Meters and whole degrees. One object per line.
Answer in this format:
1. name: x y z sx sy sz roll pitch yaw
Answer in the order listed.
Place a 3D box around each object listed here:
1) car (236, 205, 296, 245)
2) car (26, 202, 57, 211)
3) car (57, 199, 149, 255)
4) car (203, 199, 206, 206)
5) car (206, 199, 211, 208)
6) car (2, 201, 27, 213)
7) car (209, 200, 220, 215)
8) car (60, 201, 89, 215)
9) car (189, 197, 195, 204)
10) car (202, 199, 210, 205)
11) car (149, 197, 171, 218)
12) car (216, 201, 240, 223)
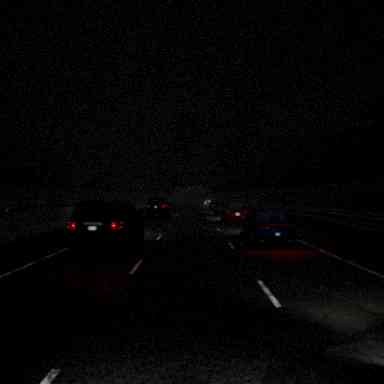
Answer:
1. car: 3.602 1.630 16.435 1.882 1.535 5.008 0 0 0
2. car: -17.582 1.902 39.975 1.812 1.442 4.674 0 -1 0
3. car: -3.397 1.351 14.021 2.150 2.045 5.566 0 -1 0
4. car: 3.507 2.188 60.951 1.895 1.301 4.718 0 -1 0
5. car: 3.506 1.981 49.920 1.837 1.490 4.892 0 -1 0
6. car: -21.081 1.873 40.504 2.128 1.511 4.902 0 -1 0
7. car: 3.505 1.915 38.918 2.033 1.411 5.357 0 -1 0
8. car: -14.085 1.902 39.985 1.812 1.442 4.674 0 -1 0
9. car: 0.010 2.457 92.541 2.128 1.511 4.902 0 -1 0
10. car: 3.510 2.431 82.954 1.895 1.301 4.718 0 -1 0
11. car: -3.396 1.540 33.935 2.150 2.045 5.566 0 -1 0
12. car: 3.503 1.765 27.947 2.163 1.488 4.792 0 -1 0
